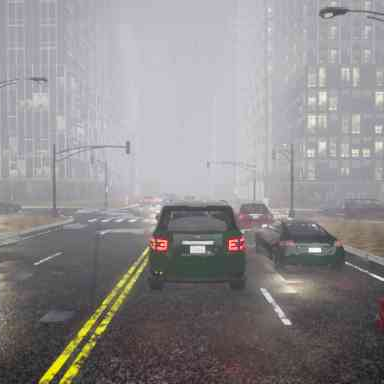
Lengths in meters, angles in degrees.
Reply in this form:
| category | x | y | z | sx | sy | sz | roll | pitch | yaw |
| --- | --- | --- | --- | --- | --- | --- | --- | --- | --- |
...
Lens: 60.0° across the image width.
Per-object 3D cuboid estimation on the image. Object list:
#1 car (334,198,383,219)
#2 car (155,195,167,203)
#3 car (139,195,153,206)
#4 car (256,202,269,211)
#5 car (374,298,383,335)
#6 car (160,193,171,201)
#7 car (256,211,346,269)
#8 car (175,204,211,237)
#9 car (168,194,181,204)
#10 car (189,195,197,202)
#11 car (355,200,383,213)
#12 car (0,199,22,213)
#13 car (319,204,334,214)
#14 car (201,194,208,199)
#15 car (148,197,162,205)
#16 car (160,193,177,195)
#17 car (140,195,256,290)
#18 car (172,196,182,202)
| category | x | y | z | sx | sy | sz | roll | pitch | yaw |
| --- | --- | --- | --- | --- | --- | --- | --- | --- | --- |
| car | 16.249 | 1.517 | 30.421 | 5.009 | 1.841 | 2.192 | 1 | 0 | 1 |
| car | -6.390 | 1.418 | 69.212 | 1.882 | 1.535 | 5.008 | 0 | 0 | 0 |
| car | -6.543 | 1.316 | 49.968 | 2.097 | 1.767 | 4.553 | 0 | 0 | 1 |
| car | 3.381 | 1.341 | 19.740 | 2.097 | 1.767 | 4.553 | 0 | 0 | 0 |
| car | 3.354 | 1.600 | 2.302 | 1.895 | 1.301 | 4.718 | 0 | 0 | 0 |
| car | -6.373 | 1.151 | 79.782 | 2.150 | 2.045 | 5.566 | 0 | 0 | 0 |
| car | 3.368 | 1.558 | 11.127 | 1.994 | 1.385 | 4.181 | 0 | 0 | 0 |
| car | 0.127 | 1.515 | 18.880 | 1.812 | 1.442 | 4.674 | 0 | 0 | 2 |
| car | -3.216 | 1.302 | 61.563 | 2.097 | 1.767 | 4.553 | 0 | 0 | 0 |
| car | 0.123 | 1.454 | 77.074 | 1.812 | 1.442 | 4.674 | 0 | 0 | 0 |
| car | 21.871 | 1.641 | 38.698 | 4.829 | 1.417 | 1.752 | 1 | 0 | 1 |
| car | -19.587 | 1.404 | 33.657 | 4.181 | 1.385 | 1.994 | 1 | 1 | 1 |
| car | 16.780 | 1.660 | 36.197 | 5.357 | 1.411 | 2.033 | 0 | 1 | 1 |
| car | 3.397 | 1.216 | 91.648 | 1.882 | 1.535 | 5.008 | 0 | 0 | 0 |
| car | -6.478 | 1.554 | 58.958 | 1.895 | 1.301 | 4.718 | 0 | 0 | 0 |
| car | -3.281 | 1.183 | 51.752 | 2.150 | 2.045 | 5.566 | 0 | 0 | -1 |
| car | 0.116 | 1.217 | 9.198 | 2.150 | 2.045 | 5.566 | 0 | 0 | 0 |
| car | -3.137 | 1.532 | 71.616 | 1.895 | 1.301 | 4.718 | 0 | 0 | 0 |
